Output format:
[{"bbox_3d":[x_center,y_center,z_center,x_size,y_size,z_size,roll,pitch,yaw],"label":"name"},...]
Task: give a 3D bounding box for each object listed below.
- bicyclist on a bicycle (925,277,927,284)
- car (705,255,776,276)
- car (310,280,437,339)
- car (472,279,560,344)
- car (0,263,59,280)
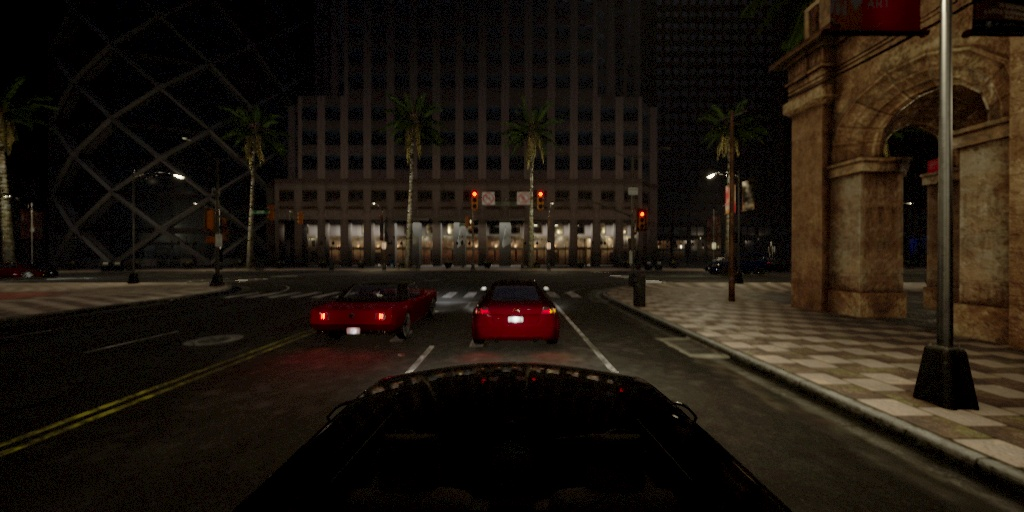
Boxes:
[{"bbox_3d":[24.677,0.995,20.600,0.582,1.620,1.656,0,0,0],"label":"bicyclist on a bicycle"},{"bbox_3d":[22.049,0.873,35.090,5.566,2.045,2.150,0,0,0],"label":"car"},{"bbox_3d":[-3.417,1.327,9.975,1.895,1.301,4.718,0,0,0],"label":"car"},{"bbox_3d":[0.082,1.291,9.512,1.994,1.385,4.181,0,0,0],"label":"car"},{"bbox_3d":[-40.347,1.233,29.235,4.181,1.385,1.994,0,0,-21],"label":"car"}]
